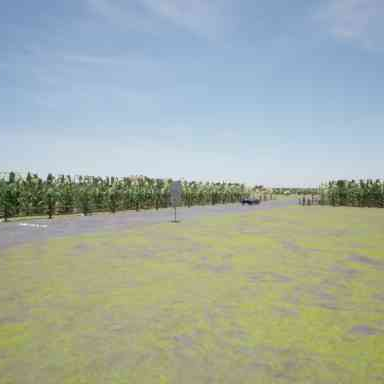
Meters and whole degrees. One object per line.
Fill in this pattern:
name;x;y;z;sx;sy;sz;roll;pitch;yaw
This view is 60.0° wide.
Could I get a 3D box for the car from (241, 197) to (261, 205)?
car;10.115;1.573;56.885;1.895;1.301;4.718;0;0;31
